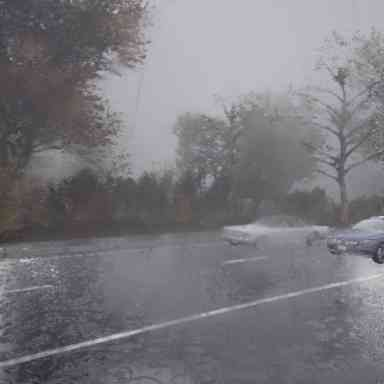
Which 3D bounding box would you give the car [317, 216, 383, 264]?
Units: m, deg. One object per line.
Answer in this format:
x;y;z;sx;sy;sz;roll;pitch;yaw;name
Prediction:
7.072;1.631;12.253;4.674;1.442;1.812;1;-1;-29;car

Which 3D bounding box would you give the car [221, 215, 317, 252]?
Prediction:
3.611;1.696;14.347;4.718;1.301;1.895;1;-1;-30;car
